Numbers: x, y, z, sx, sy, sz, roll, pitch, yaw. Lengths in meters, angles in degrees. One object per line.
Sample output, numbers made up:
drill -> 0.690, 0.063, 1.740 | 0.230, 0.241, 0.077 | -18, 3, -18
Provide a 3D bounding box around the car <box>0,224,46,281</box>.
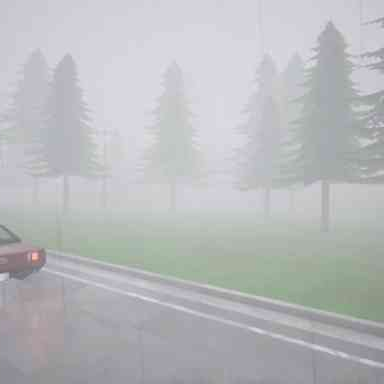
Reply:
car -> -5.634, 1.381, 8.007 | 4.718, 1.301, 1.895 | 2, 1, 35
